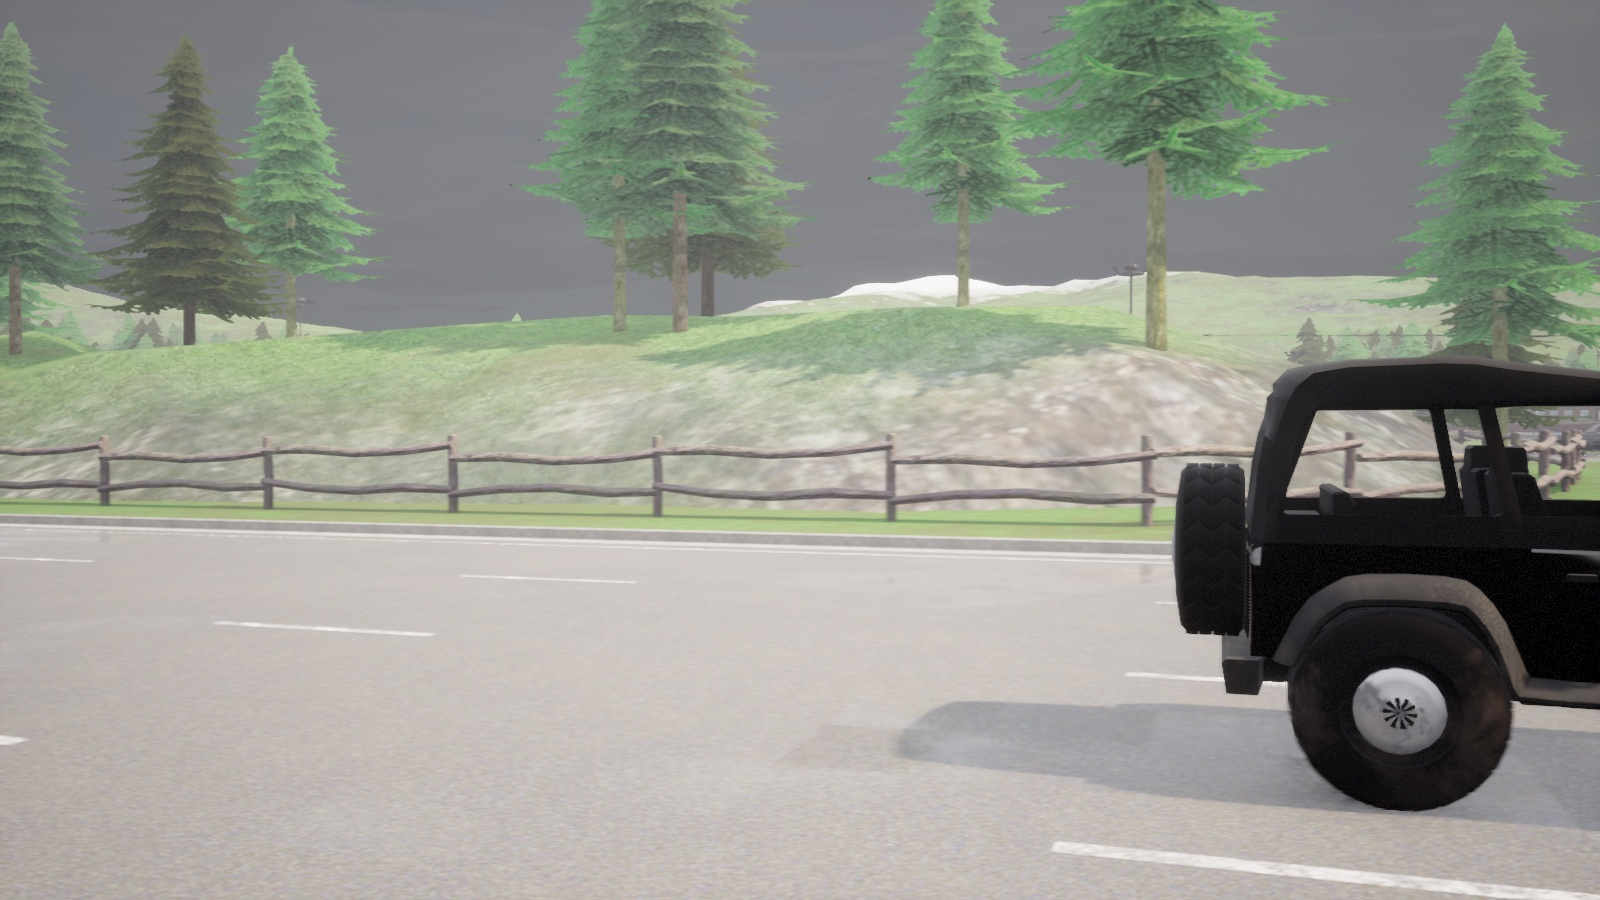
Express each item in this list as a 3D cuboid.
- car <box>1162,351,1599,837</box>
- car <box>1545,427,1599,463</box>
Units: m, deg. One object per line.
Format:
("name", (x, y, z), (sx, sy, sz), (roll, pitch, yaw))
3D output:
("car", (3.687, 0.546, 5.642), (3.866, 1.878, 1.905), (1, 1, 19))
("car", (42.124, -0.261, 66.177), (4.605, 1.855, 1.932), (0, 1, 18))
